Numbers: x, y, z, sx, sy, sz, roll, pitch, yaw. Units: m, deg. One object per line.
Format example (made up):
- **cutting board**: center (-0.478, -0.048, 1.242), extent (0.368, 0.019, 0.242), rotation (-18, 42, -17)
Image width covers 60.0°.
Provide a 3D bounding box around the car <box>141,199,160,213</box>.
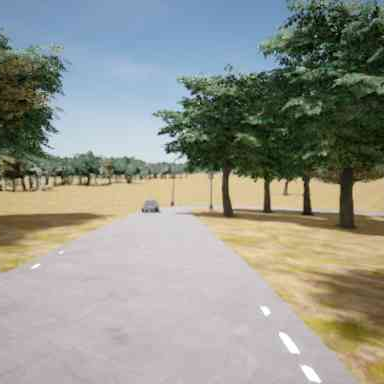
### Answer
- **car**: center (-5.358, 1.752, 43.188), extent (2.097, 1.767, 4.553), rotation (0, -1, -2)
